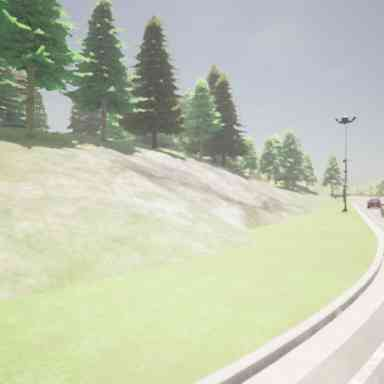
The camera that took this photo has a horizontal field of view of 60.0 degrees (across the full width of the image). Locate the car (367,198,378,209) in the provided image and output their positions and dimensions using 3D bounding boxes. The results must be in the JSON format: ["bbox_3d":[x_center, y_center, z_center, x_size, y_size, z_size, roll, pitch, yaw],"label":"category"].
[{"bbox_3d":[30.306,1.827,55.250,2.097,1.767,4.553,0,-1,25],"label":"car"}]

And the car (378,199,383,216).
[{"bbox_3d":[20.239,1.638,33.261,2.097,1.767,4.553,0,-1,25],"label":"car"}]
